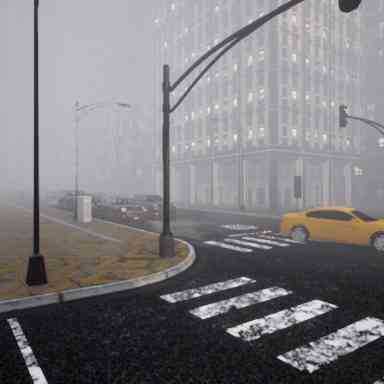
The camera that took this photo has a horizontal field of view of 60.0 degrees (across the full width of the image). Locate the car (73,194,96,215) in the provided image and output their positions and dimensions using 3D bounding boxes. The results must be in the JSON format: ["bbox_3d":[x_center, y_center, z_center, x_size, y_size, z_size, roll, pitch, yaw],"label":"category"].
[{"bbox_3d":[-7.839,1.101,26.773,1.802,1.307,4.206,1,0,-36],"label":"car"}]

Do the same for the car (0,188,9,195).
[{"bbox_3d":[-43.514,-0.115,76.642,1.887,1.381,4.507,1,0,-36],"label":"car"}]

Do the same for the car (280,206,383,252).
[{"bbox_3d":[6.136,1.353,13.577,5.008,1.535,1.882,1,2,40],"label":"car"}]

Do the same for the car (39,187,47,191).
[{"bbox_3d":[-33.502,-0.025,77.050,1.887,1.381,4.507,1,0,-36],"label":"car"}]

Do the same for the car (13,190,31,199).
[{"bbox_3d":[-27.297,0.420,53.974,1.887,1.381,4.507,1,0,-36],"label":"car"}]

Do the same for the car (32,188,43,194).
[{"bbox_3d":[-39.991,-0.217,86.121,1.947,1.339,4.313,1,0,-36],"label":"car"}]

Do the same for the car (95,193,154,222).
[{"bbox_3d":[-4.592,1.066,22.239,1.967,1.590,4.097,1,0,-36],"label":"car"}]

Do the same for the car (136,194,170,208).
[{"bbox_3d":[-4.303,0.977,36.232,1.802,1.307,4.206,1,0,-36],"label":"car"}]

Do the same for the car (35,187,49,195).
[{"bbox_3d":[-36.741,-0.361,81.584,2.192,1.841,5.009,1,0,-36],"label":"car"}]

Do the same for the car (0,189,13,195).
[{"bbox_3d":[-40.271,0.013,72.108,1.947,1.339,4.313,1,0,-36],"label":"car"}]

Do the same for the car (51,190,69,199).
[{"bbox_3d":[-23.089,0.374,58.018,1.812,1.442,4.674,0,1,-36],"label":"car"}]

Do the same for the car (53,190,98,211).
[{"bbox_3d":[-11.076,0.727,31.305,2.192,1.841,5.009,1,0,-36],"label":"car"}]

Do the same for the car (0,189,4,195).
[{"bbox_3d":[-37.027,0.105,67.575,2.008,1.369,4.403,1,0,-36],"label":"car"}]

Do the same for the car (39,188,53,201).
[{"bbox_3d":[-20.426,0.572,48.965,2.033,1.411,5.357,0,1,-36],"label":"car"}]

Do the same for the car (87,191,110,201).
[{"bbox_3d":[-14.036,0.639,49.839,1.947,1.339,4.313,1,0,-36],"label":"car"}]

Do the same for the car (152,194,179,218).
[{"bbox_3d":[-2.865,0.961,24.248,2.097,1.767,4.553,0,1,-36],"label":"car"}]

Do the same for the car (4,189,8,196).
[{"bbox_3d":[-33.784,0.206,63.041,1.887,1.381,4.507,1,0,-36],"label":"car"}]

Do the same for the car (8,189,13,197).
[{"bbox_3d":[-30.541,0.319,58.508,2.008,1.369,4.403,1,0,-36],"label":"car"}]
